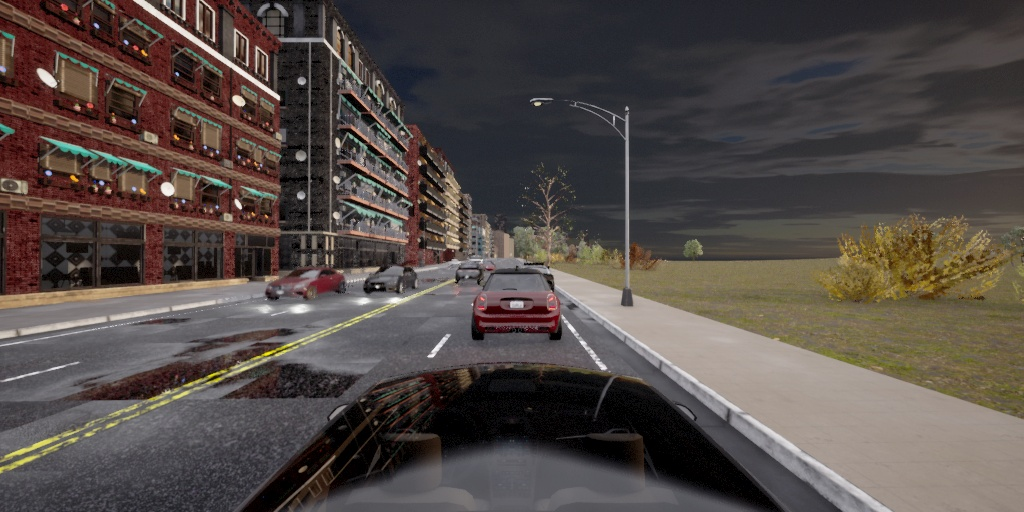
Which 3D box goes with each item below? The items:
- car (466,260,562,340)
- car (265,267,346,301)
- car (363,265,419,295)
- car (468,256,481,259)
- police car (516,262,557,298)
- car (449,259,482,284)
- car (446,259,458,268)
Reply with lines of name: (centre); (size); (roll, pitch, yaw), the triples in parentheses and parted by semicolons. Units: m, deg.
car: (0.114, 1.103, 10.096); (2.097, 1.767, 4.553); (0, 0, 0)
car: (-9.814, 1.277, 17.512); (1.812, 1.442, 4.674); (0, 0, 0)
car: (-6.560, 1.256, 19.910); (1.837, 1.490, 4.892); (0, 0, 0)
car: (-6.418, 0.968, 63.271); (2.150, 2.045, 5.566); (0, 0, 1)
police car: (1.177, 1.176, 19.592); (1.930, 1.638, 5.238); (0, 0, 0)
car: (-3.092, 1.242, 27.184); (2.128, 1.511, 4.902); (0, 0, 0)
car: (-9.687, 1.272, 60.621); (1.812, 1.442, 4.674); (0, 0, 0)
